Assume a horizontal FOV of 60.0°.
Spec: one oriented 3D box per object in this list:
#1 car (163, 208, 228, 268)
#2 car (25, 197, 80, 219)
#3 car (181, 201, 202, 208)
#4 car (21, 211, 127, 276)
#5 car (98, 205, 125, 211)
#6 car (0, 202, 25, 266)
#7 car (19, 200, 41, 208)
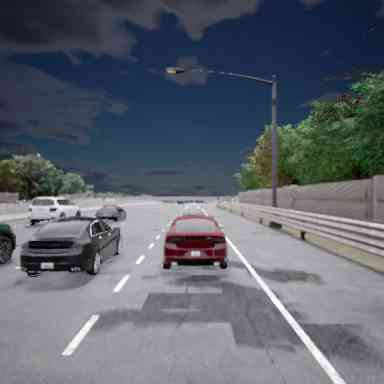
[{"bbox_3d":[0.097,1.533,11.458,1.882,1.535,5.008,0,0,0],"label":"car"},{"bbox_3d":[-10.406,1.419,25.492,2.150,2.045,5.566,0,-1,0],"label":"car"},{"bbox_3d":[0.079,1.843,33.535,1.812,1.442,4.674,0,-1,0],"label":"car"},{"bbox_3d":[-3.503,1.552,10.483,1.837,1.490,4.892,0,0,0],"label":"car"},{"bbox_3d":[-6.907,1.805,28.615,1.994,1.385,4.181,0,-1,0],"label":"car"},{"bbox_3d":[-6.902,1.258,8.634,2.150,2.045,5.566,0,0,0],"label":"car"},{"bbox_3d":[-31.515,2.319,64.751,1.882,1.535,5.008,0,-1,0],"label":"car"}]
